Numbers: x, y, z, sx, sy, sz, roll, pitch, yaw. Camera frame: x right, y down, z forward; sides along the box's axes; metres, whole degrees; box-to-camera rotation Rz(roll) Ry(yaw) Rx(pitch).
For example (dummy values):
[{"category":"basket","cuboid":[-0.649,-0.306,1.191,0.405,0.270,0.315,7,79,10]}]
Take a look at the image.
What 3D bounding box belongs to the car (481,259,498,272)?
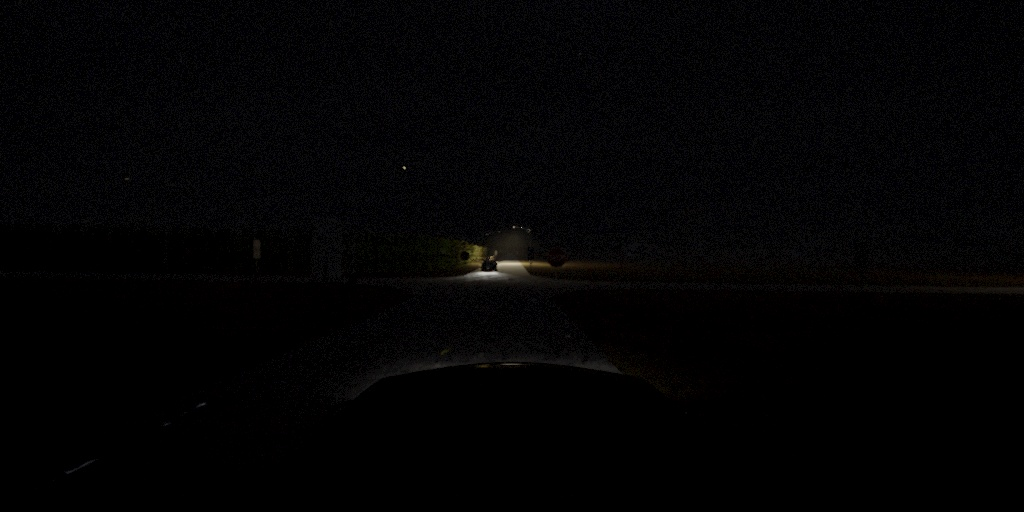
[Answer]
[{"category":"car","cuboid":[-2.768,1.144,44.024,2.128,1.511,4.902,0,1,0]}]
